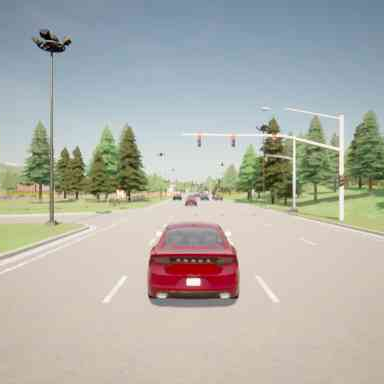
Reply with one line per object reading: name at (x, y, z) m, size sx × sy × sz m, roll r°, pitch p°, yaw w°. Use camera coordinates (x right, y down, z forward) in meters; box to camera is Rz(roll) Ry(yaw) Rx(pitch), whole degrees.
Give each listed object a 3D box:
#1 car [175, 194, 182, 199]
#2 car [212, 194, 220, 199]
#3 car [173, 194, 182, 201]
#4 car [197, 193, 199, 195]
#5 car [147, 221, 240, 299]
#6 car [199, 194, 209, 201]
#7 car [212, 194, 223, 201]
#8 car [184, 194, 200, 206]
car at (-3.762, 1.278, 94.121) m, size 1.882 × 1.535 × 5.008 m, roll 0°, pitch 0°, yaw 0°
car at (6.738, 1.340, 94.151) m, size 2.033 × 1.411 × 5.357 m, roll 0°, pitch 0°, yaw 0°
car at (-3.733, 1.441, 83.701) m, size 1.882 × 1.535 × 5.008 m, roll 0°, pitch 0°, yaw 0°
car at (3.238, 1.325, 94.141) m, size 2.128 × 1.511 × 4.902 m, roll 0°, pitch 0°, yaw 0°
car at (0.040, 1.475, 8.496) m, size 1.882 × 1.535 × 5.008 m, roll 0°, pitch 0°, yaw 0°
car at (3.266, 1.488, 84.138) m, size 1.812 × 1.442 × 4.674 m, roll 0°, pitch 0°, yaw 0°
car at (6.767, 1.488, 83.731) m, size 2.128 × 1.511 × 4.902 m, roll 0°, pitch 0°, yaw 0°
car at (-0.147, 1.507, 53.098) m, size 1.812 × 1.442 × 4.674 m, roll 0°, pitch 0°, yaw 0°
